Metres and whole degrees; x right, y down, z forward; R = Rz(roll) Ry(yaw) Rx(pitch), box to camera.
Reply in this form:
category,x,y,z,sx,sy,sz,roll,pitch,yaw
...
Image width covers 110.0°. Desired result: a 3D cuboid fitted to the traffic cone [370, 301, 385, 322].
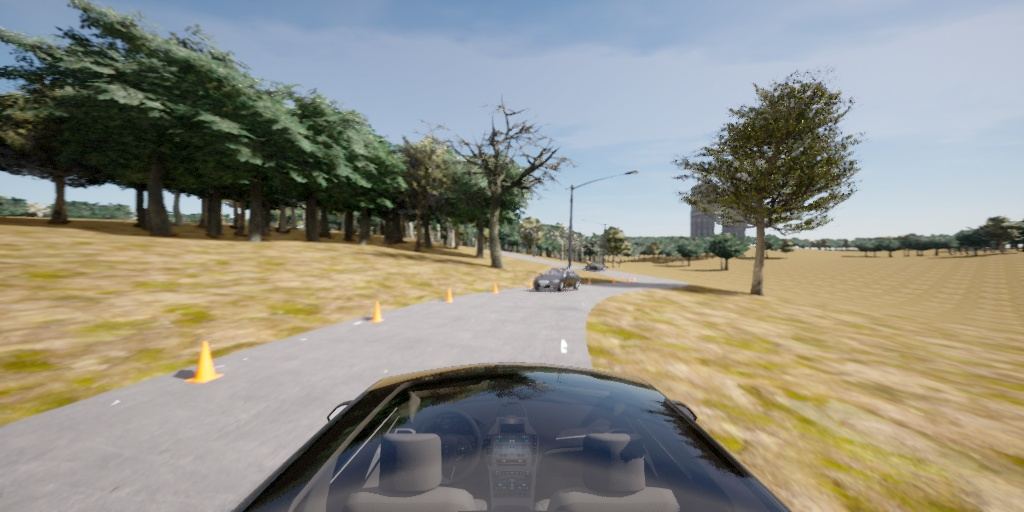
category,x,y,z,sx,sy,sz,roll,pitch,yaw
traffic cone,-4.112,1.676,10.918,0.340,0.580,0.340,0,0,11

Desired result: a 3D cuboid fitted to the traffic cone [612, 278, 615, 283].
category,x,y,z,sx,sy,sz,roll,pitch,yaw
traffic cone,10.754,2.611,37.988,0.340,0.580,0.340,0,0,40

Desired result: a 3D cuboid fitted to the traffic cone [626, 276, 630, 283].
category,x,y,z,sx,sy,sz,roll,pitch,yaw
traffic cone,13.442,2.800,41.728,0.340,0.580,0.340,0,0,32

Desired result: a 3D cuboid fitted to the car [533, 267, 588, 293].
category,x,y,z,sx,sy,sz,roll,pitch,yaw
car,3.036,1.554,23.632,2.128,1.511,4.902,0,-2,29

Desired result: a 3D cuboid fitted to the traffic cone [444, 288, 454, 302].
category,x,y,z,sx,sy,sz,roll,pitch,yaw
traffic cone,-2.809,1.746,16.036,0.340,0.580,0.340,0,0,17

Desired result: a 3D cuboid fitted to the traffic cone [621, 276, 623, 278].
category,x,y,z,sx,sy,sz,roll,pitch,yaw
traffic cone,18.181,3.274,59.287,0.340,0.580,0.340,0,0,-1

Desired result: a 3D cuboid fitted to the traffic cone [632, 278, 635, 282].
category,x,y,z,sx,sy,sz,roll,pitch,yaw
traffic cone,15.566,2.983,45.816,0.340,0.580,0.340,0,0,23

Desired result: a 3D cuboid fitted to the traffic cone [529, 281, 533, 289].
category,x,y,z,sx,sy,sz,roll,pitch,yaw
traffic cone,1.354,2.028,25.724,0.340,0.580,0.340,0,0,29

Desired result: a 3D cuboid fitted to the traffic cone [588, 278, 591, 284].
category,x,y,z,sx,sy,sz,roll,pitch,yaw
traffic cone,7.432,2.414,34.338,0.340,0.580,0.340,0,0,41

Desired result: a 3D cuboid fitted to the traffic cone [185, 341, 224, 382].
category,x,y,z,sx,sy,sz,roll,pitch,yaw
traffic cone,-4.876,1.651,5.693,0.340,0.580,0.340,0,0,5

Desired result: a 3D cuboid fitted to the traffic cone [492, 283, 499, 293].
category,x,y,z,sx,sy,sz,roll,pitch,yaw
traffic cone,-0.980,1.864,20.988,0.340,0.580,0.340,0,0,23
